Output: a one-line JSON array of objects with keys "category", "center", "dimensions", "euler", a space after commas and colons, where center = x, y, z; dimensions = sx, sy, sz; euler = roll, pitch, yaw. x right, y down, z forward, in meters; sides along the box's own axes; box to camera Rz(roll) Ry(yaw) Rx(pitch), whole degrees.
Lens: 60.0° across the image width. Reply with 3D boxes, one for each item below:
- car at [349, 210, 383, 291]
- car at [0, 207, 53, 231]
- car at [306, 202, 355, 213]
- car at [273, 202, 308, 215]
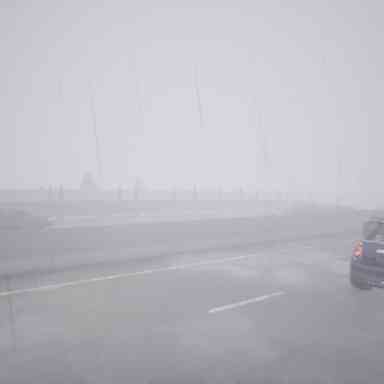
[{"category": "car", "center": [5.783, 1.372, 7.873], "dimensions": [4.553, 1.767, 2.097], "euler": [0, 0, -36]}, {"category": "car", "center": [-10.466, 1.551, 18.007], "dimensions": [5.357, 1.411, 2.033], "euler": [0, 0, -35]}, {"category": "car", "center": [10.704, 1.614, 24.454], "dimensions": [4.181, 1.385, 1.994], "euler": [0, 0, -35]}, {"category": "car", "center": [8.780, 1.541, 27.378], "dimensions": [4.902, 1.511, 2.128], "euler": [0, 0, -35]}]
